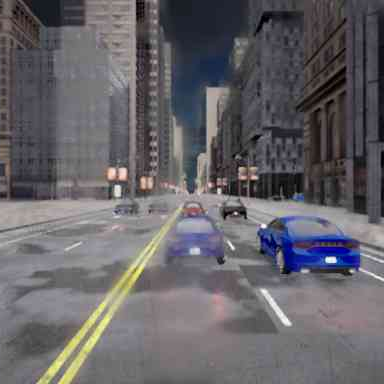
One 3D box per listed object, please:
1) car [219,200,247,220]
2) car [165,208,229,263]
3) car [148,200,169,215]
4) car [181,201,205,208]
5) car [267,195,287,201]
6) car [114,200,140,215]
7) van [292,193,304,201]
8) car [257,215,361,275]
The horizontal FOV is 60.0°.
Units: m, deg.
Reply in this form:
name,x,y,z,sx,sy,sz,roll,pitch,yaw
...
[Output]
name,x,y,z,sx,sy,sz,roll,pitch,yaw
car,3.340,1.445,27.660,1.882,1.535,5.008,0,0,0
car,0.080,1.512,11.724,1.812,1.442,4.674,0,0,0
car,-3.350,1.507,34.213,2.033,1.411,5.357,0,0,0
car,0.082,1.494,27.045,1.812,1.442,4.674,0,0,0
car,19.126,1.421,75.239,4.403,1.369,2.008,0,0,0
car,-6.600,1.507,34.212,2.033,1.411,5.357,0,0,0
van,24.744,1.200,75.215,3.998,1.788,1.690,0,0,0
car,3.331,1.465,10.435,1.882,1.535,5.008,0,0,0
